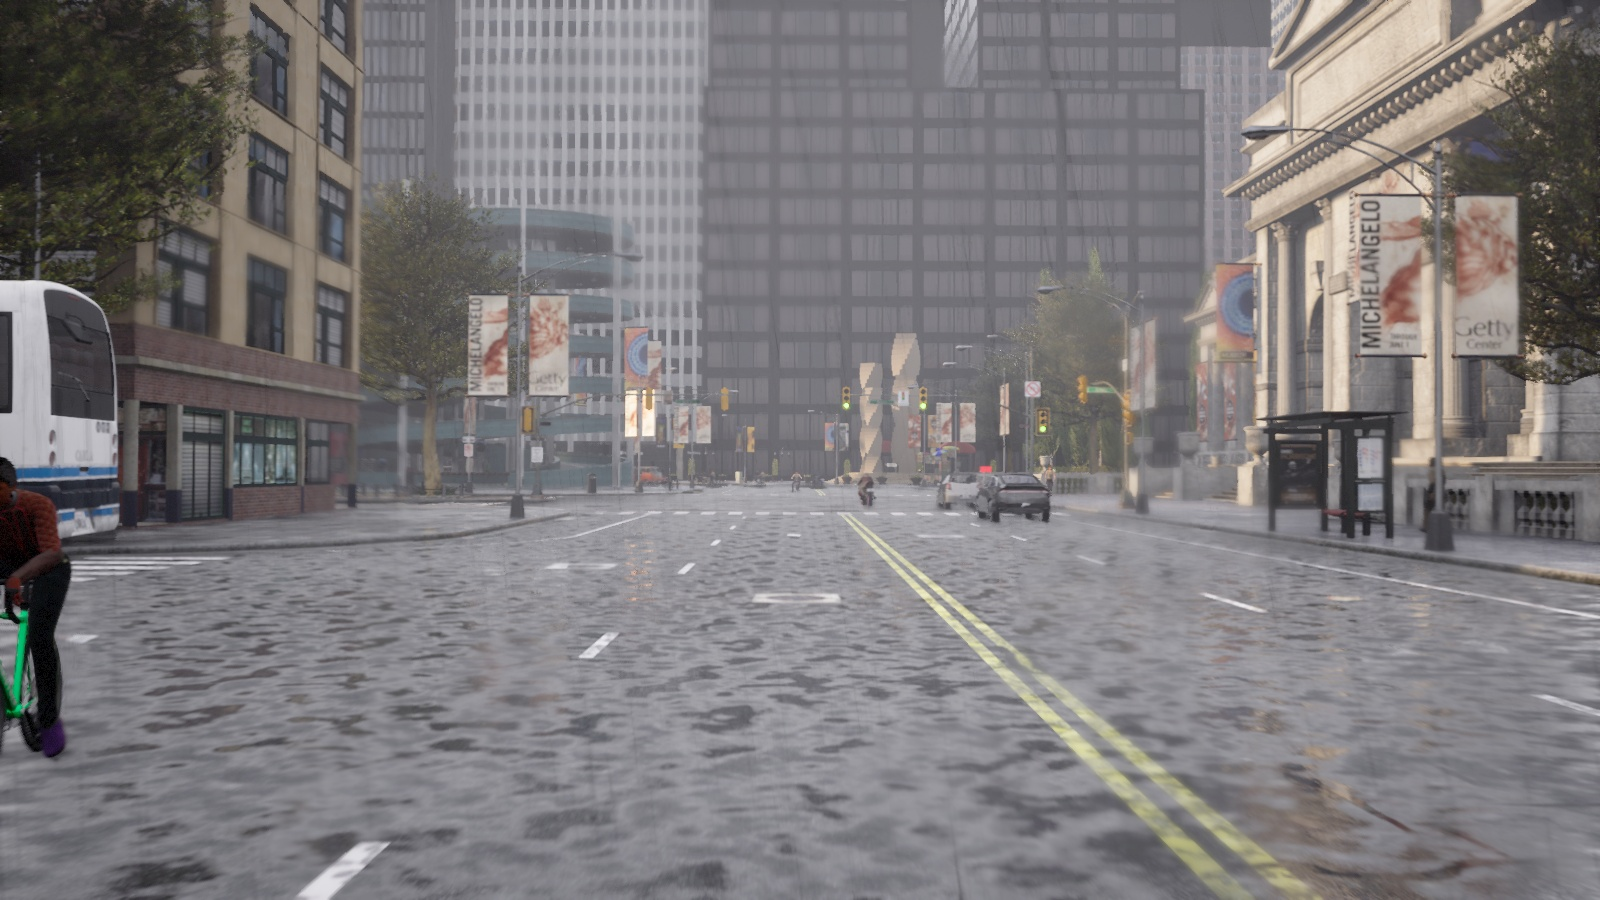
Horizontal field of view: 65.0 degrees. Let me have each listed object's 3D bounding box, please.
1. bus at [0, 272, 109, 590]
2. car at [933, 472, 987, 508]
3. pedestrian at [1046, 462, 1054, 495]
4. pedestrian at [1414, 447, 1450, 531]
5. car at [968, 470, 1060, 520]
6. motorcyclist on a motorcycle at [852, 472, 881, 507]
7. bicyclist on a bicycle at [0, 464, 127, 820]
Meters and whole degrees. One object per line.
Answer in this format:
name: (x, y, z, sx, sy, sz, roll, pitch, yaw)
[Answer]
bus: (-16.018, -0.201, 17.721, 10.273, 4.253, 3.944, 0, 0, -12)
car: (6.870, 1.707, 54.113, 1.845, 1.501, 3.633, 0, -1, 0)
pedestrian: (13.947, 1.588, 70.027, 0.345, 1.836, 0.594, 0, -1, 0)
pedestrian: (14.668, 0.900, 29.138, 0.396, 1.930, 0.692, 0, -1, -8)
car: (6.901, 1.430, 41.017, 2.128, 1.511, 4.902, 0, -1, 0)
motorcyclist on a motorcycle: (3.017, 1.796, 57.260, 0.866, 1.530, 2.191, -1, -1, -8)
bicyclist on a bicycle: (-4.053, 0.892, 6.495, 0.582, 1.620, 1.656, -1, 0, -14)
